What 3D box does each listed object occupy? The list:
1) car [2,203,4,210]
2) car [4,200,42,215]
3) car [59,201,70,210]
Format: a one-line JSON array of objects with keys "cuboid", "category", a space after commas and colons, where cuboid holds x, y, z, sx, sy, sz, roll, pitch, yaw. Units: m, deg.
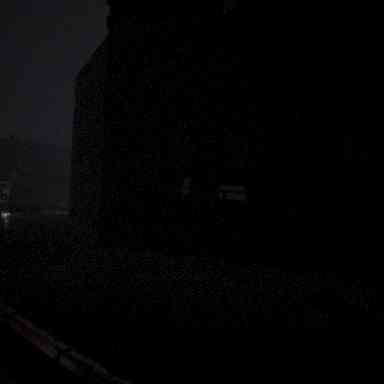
[{"cuboid": [-23.057, 1.713, 42.738, 1.812, 1.442, 4.674, 4, -1, 3], "category": "car"}, {"cuboid": [-19.799, 1.840, 39.857, 1.882, 1.535, 5.008, 4, -1, 3], "category": "car"}, {"cuboid": [-18.620, 2.137, 51.766, 2.128, 1.511, 4.902, 4, -1, 11], "category": "car"}]
